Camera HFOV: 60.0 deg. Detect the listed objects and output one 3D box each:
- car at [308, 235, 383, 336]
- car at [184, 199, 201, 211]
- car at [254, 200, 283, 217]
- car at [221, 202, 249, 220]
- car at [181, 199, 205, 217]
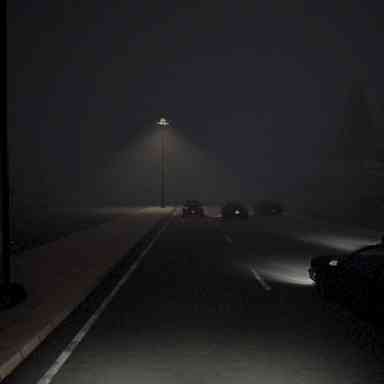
[{"bbox_3d":[3.600,1.547,5.232,2.033,1.411,5.357,0,0,0],"label":"car"},{"bbox_3d":[0.083,1.564,41.528,1.994,1.385,4.181,0,0,0],"label":"car"},{"bbox_3d":[7.092,1.477,31.308,1.882,1.535,5.008,0,0,0],"label":"car"},{"bbox_3d":[3.586,1.565,28.348,1.994,1.385,4.181,0,0,0],"label":"car"},{"bbox_3d":[0.091,1.526,31.444,1.812,1.442,4.674,0,0,0],"label":"car"}]
